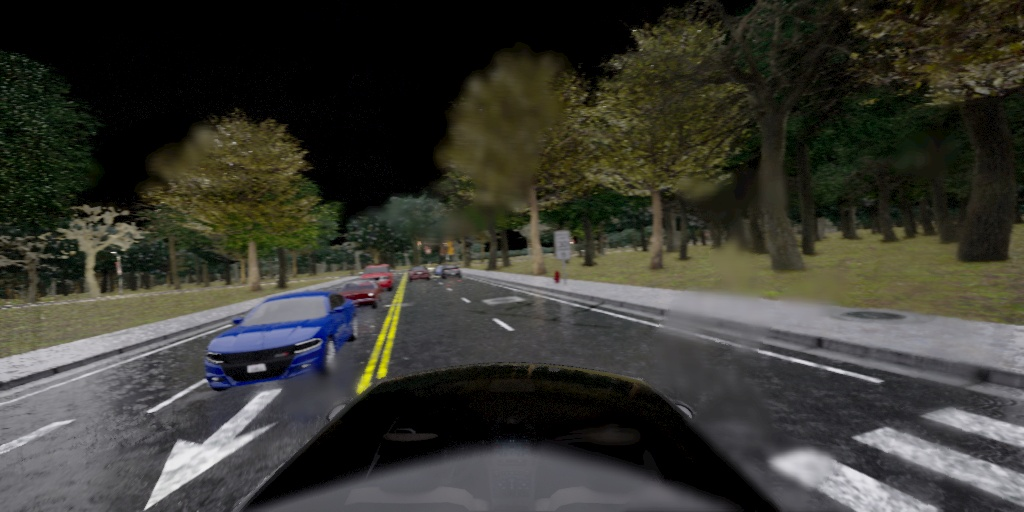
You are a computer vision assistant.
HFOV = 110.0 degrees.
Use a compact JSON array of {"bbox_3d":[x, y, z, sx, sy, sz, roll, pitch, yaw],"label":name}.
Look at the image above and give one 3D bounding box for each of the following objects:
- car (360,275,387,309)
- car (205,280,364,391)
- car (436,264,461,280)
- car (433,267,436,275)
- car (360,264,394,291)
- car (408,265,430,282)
[{"bbox_3d":[-7.530,1.894,17.768,1.895,1.301,4.718,-4,0,-16],"label":"car"},{"bbox_3d":[-4.804,1.580,8.163,1.882,1.535,5.008,-4,0,-16],"label":"car"},{"bbox_3d":[-6.631,1.676,38.599,2.128,1.511,4.902,-4,0,-16],"label":"car"},{"bbox_3d":[-9.897,1.943,50.116,2.033,1.411,5.357,-4,0,-16],"label":"car"},{"bbox_3d":[-10.536,1.723,28.239,2.150,2.045,5.566,-4,0,-16],"label":"car"},{"bbox_3d":[-9.976,1.790,38.492,2.097,1.767,4.553,-4,0,-16],"label":"car"}]
